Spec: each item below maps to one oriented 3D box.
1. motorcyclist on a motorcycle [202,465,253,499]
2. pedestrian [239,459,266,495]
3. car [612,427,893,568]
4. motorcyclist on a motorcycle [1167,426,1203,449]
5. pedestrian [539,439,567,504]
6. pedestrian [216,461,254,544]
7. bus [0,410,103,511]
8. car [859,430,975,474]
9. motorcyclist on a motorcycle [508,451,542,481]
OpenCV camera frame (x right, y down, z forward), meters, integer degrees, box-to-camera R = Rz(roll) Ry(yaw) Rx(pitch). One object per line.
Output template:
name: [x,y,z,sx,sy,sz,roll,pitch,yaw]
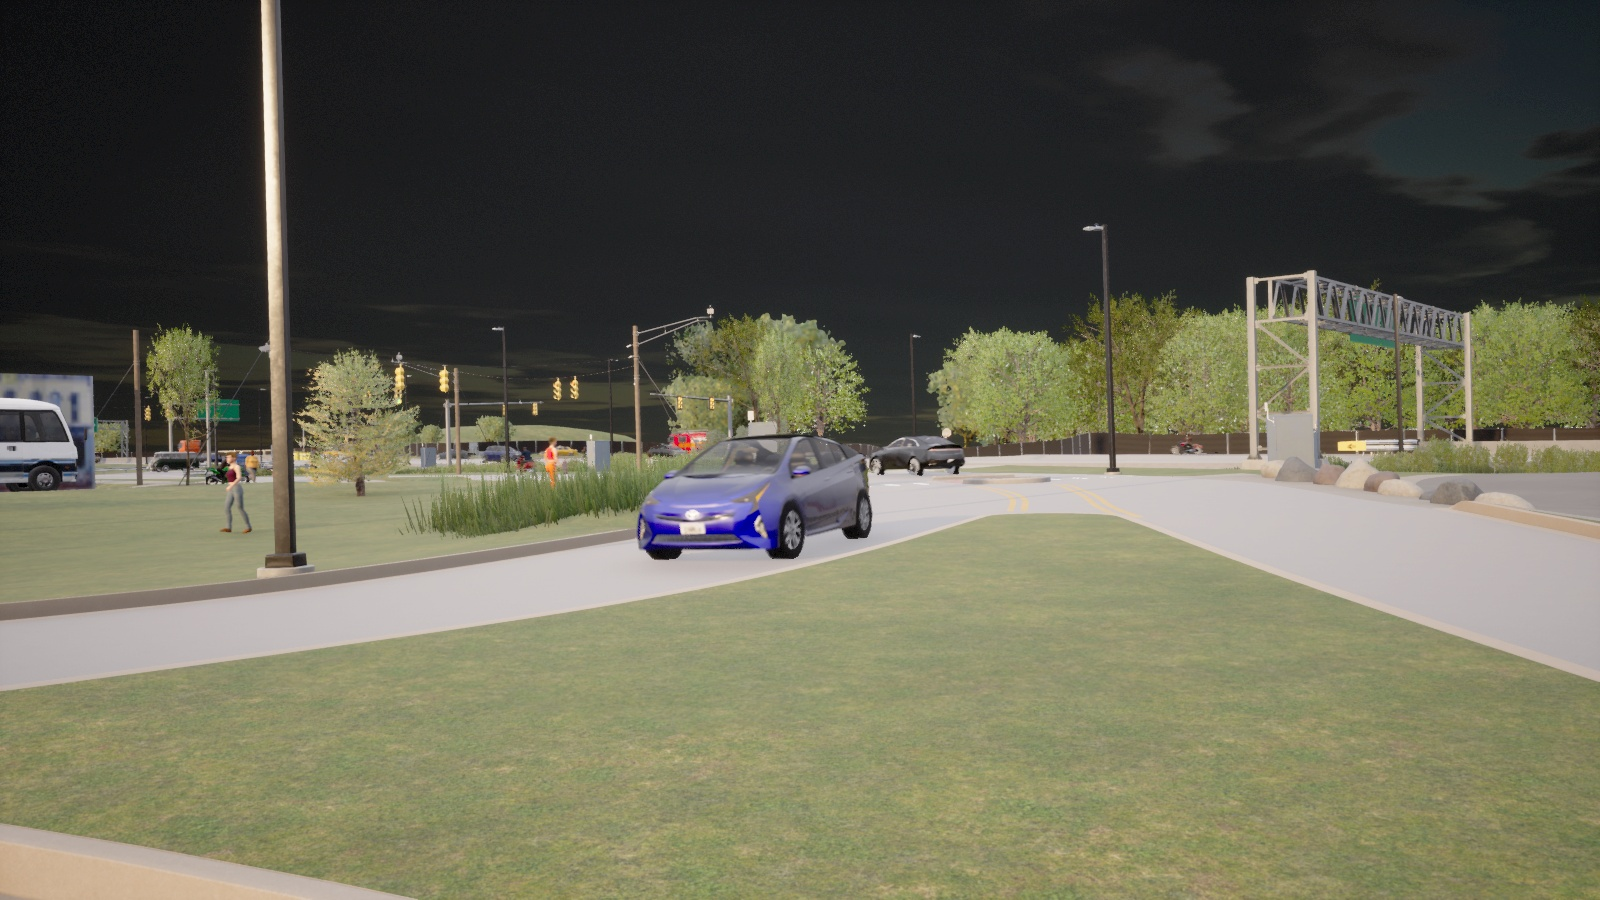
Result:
motorcyclist on a motorcycle: [-27.924,1.544,61.277,2.044,1.523,0.797,-4,0,-36]
pedestrian: [-28.869,1.412,66.218,0.900,1.855,0.874,-3,-1,37]
car: [-0.444,0.535,16.736,2.007,1.525,4.514,-3,0,22]
motorcyclist on a motorcycle: [28.288,-0.900,92.251,2.350,1.649,0.766,-1,0,32]
pedestrian: [-7.088,0.619,36.045,0.594,1.836,0.345,-2,-1,-41]
pedestrian: [-12.636,1.170,28.084,0.345,1.836,0.594,-3,-1,38]
bus: [-35.866,0.543,53.159,3.944,4.253,10.273,-4,-1,41]
car: [4.410,0.106,48.307,2.128,1.511,4.902,-2,0,-26]
motorcyclist on a motorcycle: [-15.364,0.898,70.082,1.817,1.590,0.866,-2,0,41]
